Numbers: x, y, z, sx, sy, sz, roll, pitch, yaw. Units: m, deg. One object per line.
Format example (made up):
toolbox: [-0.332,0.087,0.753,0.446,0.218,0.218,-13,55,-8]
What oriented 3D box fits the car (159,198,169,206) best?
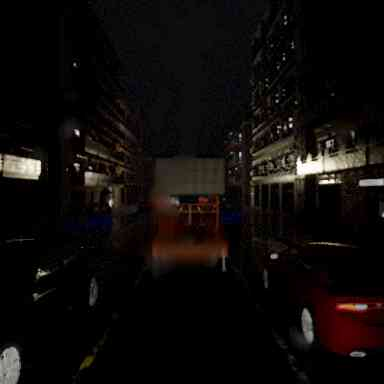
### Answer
car: [-5.710,1.988,68.313,1.752,1.417,4.829,-1,0,0]

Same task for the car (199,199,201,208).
car: [2.299,1.889,45.833,1.802,1.307,4.206,-1,0,0]

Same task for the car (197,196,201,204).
car: [2.231,1.700,57.163,2.192,1.841,5.009,-1,0,0]

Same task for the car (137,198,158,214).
car: [-5.550,1.815,40.228,1.887,1.381,4.507,-1,0,0]

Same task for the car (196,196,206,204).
car: [2.102,1.856,79.820,2.192,1.841,5.009,-1,0,0]

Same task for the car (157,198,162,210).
car: [-5.583,1.854,45.879,1.887,1.381,4.507,-1,0,0]

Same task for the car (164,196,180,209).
car: [-3.055,1.710,53.438,2.097,1.767,4.553,0,0,0]

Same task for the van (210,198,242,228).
van: [2.424,1.495,23.179,1.690,1.788,3.998,-1,0,0]

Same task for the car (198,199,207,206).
car: [2.170,2.045,68.490,1.802,1.307,4.206,-1,0,0]

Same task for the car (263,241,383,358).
car: [2.523,1.586,6.185,1.887,1.381,4.507,-1,0,0]

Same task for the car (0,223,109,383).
car: [-2.876,1.513,5.101,1.882,1.535,5.008,0,0,0]

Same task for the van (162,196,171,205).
van: [-5.745,1.844,74.136,1.690,1.788,3.998,-1,0,0]

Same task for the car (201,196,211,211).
car: [2.359,1.545,34.507,2.192,1.841,5.009,-1,0,0]

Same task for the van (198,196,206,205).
van: [2.135,1.843,74.155,1.690,1.788,3.998,-1,0,0]

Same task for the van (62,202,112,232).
van: [-5.425,1.460,17.625,1.690,1.788,3.998,-1,0,0]

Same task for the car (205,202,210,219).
car: [2.395,1.774,28.841,1.802,1.307,4.206,-1,0,0]

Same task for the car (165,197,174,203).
car: [-5.808,2.021,85.437,1.967,1.590,4.097,-1,0,0]

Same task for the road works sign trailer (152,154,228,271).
road works sign trailer: [-0.060,0.539,11.172,2.380,3.560,2.880,0,0,0]
